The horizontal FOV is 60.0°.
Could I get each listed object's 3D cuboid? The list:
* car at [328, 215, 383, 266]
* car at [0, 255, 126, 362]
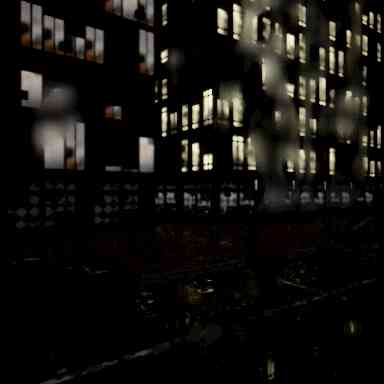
[{"bbox_3d":[6.309,1.477,11.046,4.403,1.369,2.008,0,1,-35],"label":"car"},{"bbox_3d":[-2.964,1.581,4.440,4.206,1.307,1.802,0,1,-35],"label":"car"}]
